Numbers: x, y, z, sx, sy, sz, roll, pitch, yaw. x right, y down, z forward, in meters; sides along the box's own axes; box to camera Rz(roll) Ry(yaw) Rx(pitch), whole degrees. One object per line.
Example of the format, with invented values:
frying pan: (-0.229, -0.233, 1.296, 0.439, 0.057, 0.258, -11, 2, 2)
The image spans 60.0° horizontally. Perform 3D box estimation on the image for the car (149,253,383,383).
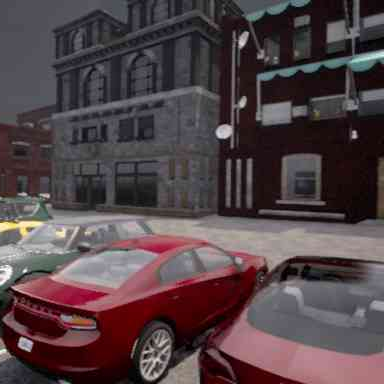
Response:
car: (1.937, 1.509, 4.010, 2.163, 1.488, 4.792, 0, 0, 35)

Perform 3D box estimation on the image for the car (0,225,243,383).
car: (-0.356, 1.477, 5.583, 2.097, 1.535, 5.008, 0, 0, 35)

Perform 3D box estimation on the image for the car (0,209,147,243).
car: (-2.606, 1.348, 7.213, 2.185, 1.767, 4.553, 0, 0, 35)

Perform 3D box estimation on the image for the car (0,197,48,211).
car: (-7.087, 1.210, 10.296, 2.435, 2.045, 5.566, 0, 0, 35)

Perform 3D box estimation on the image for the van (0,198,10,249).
van: (-9.372, 1.227, 12.088, 1.878, 1.987, 4.442, 0, 0, 35)
